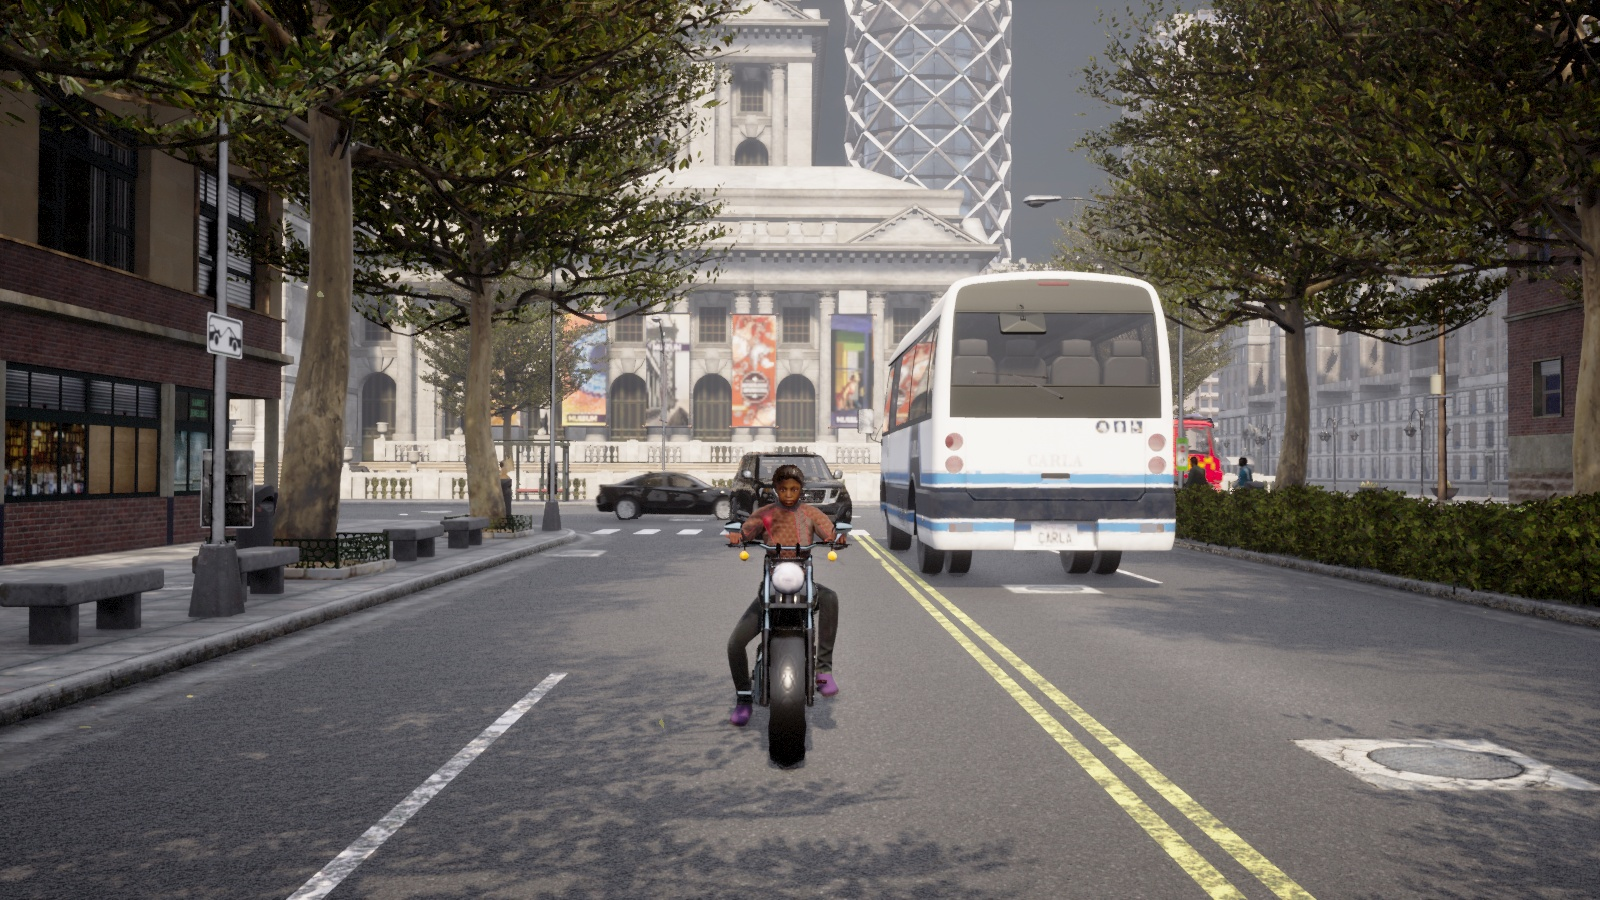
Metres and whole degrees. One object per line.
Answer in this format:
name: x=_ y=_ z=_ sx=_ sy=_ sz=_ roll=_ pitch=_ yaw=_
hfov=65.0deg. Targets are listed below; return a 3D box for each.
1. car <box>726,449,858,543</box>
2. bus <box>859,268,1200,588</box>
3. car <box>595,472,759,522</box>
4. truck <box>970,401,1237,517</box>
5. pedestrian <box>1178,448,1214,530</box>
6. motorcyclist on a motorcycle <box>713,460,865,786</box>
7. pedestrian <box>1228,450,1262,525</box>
car: x=-0.332 y=1.043 z=30.316 sx=2.150 sy=2.045 sz=5.566 roll=0 pitch=-1 yaw=-12
bus: x=3.303 y=-0.209 z=21.872 sx=3.944 sy=4.253 sz=10.273 roll=0 pitch=-1 yaw=0
car: x=-3.826 y=1.472 z=39.677 sx=5.008 sy=1.535 sz=1.882 roll=0 pitch=-1 yaw=0
truck: x=10.303 y=0.333 z=43.243 sx=8.468 sy=3.827 sz=2.891 roll=0 pitch=-1 yaw=0
pedestrian: x=9.624 y=0.944 z=30.513 sx=0.423 sy=1.949 sz=0.788 roll=0 pitch=-1 yaw=-19
motorcyclist on a motorcycle: x=-0.065 y=0.892 z=7.543 sx=0.766 sy=1.649 sz=2.350 roll=0 pitch=-1 yaw=-1
pedestrian: x=11.551 y=0.971 z=32.604 sx=0.692 sy=1.930 sz=0.396 roll=0 pitch=-1 yaw=-7
